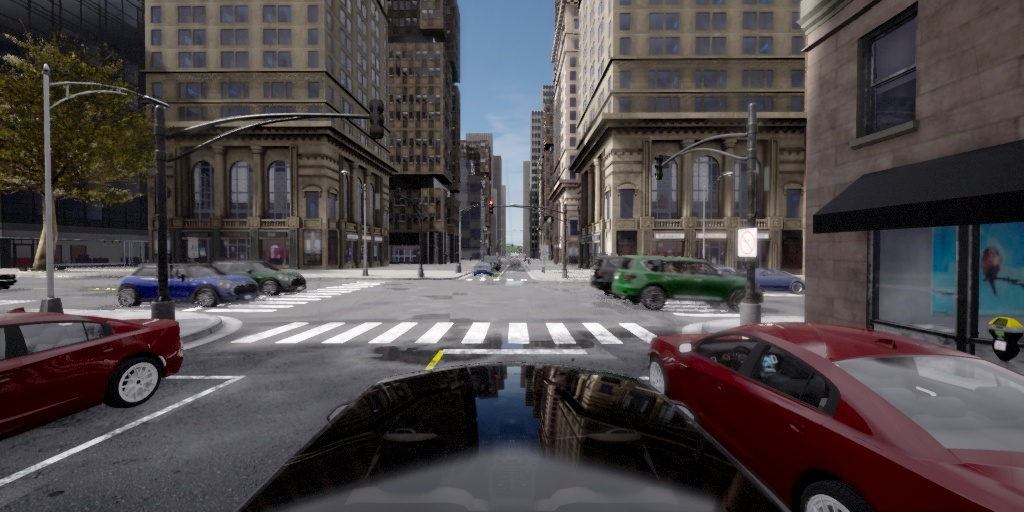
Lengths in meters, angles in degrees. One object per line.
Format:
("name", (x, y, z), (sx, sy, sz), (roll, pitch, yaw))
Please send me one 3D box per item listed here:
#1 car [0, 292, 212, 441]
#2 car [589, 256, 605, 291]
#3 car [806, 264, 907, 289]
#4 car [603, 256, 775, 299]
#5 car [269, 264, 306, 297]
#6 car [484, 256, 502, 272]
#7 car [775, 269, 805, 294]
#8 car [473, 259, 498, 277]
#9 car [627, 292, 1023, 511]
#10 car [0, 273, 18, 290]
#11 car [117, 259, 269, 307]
("car", (-5.755, 1.294, 3.438), (1.888, 1.381, 4.507), (0, 0, 0))
("car", (6.652, 1.045, 17.711), (5.566, 2.045, 2.150), (1, 0, 1))
("car", (23.169, 1.359, 24.249), (5.008, 1.535, 1.882), (0, 1, 0))
("car", (6.888, 1.074, 14.464), (5.566, 2.045, 2.150), (2, 1, 0))
("car", (-12.954, 1.026, 18.032), (4.553, 1.767, 2.097), (0, 1, -2))
("car", (-2.714, 0.961, 46.406), (2.150, 2.045, 5.566), (0, 0, 1))
("car", (14.634, 1.419, 21.076), (4.181, 1.385, 1.994), (0, 1, 0))
("car", (-2.809, 1.289, 36.220), (2.033, 1.411, 5.357), (0, 0, 0))
("car", (2.770, 1.294, 3.371), (1.888, 1.381, 4.507), (0, 0, 0))
("car", (-28.204, 1.152, 18.001), (4.718, 1.301, 1.895), (0, 1, 1))
("car", (-12.986, 1.075, 14.614), (4.553, 1.767, 2.097), (0, 1, 0))
